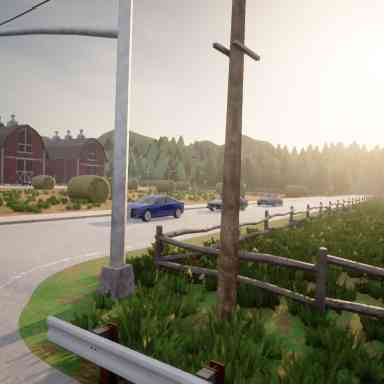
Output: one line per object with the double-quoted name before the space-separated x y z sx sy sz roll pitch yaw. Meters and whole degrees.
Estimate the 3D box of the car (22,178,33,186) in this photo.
"car" -38.998 -2.370 79.387 1.905 1.878 3.866 8 2 -13

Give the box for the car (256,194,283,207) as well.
"car" 9.107 0.987 38.755 1.994 1.385 4.181 3 2 33

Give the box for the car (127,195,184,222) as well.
"car" -2.440 0.936 21.235 1.882 1.535 5.008 3 2 33

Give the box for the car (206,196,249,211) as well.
"car" 3.345 0.988 30.023 2.033 1.411 5.357 3 2 33
